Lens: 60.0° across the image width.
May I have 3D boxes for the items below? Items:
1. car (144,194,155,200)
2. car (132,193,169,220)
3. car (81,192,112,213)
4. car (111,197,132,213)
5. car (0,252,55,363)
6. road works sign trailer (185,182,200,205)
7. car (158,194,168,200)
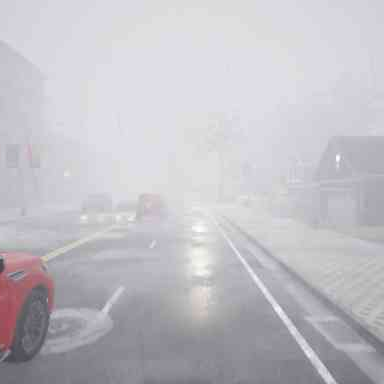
[{"bbox_3d":[-9.712,1.177,75.475,1.895,1.301,4.718,0,0,0],"label":"car"},{"bbox_3d":[-3.147,1.095,26.925,2.150,2.045,5.566,0,0,0],"label":"car"},{"bbox_3d":[-9.825,1.056,34.987,2.150,2.045,5.566,0,0,0],"label":"car"},{"bbox_3d":[-6.574,1.404,34.120,1.994,1.385,4.181,0,0,0],"label":"car"},{"bbox_3d":[-3.147,1.208,2.683,2.150,2.045,5.566,0,0,0],"label":"car"},{"bbox_3d":[0.027,0.216,53.109,2.380,3.560,2.880,0,0,0],"label":"road works sign trailer"},{"bbox_3d":[-6.463,1.108,75.086,1.812,1.442,4.674,0,0,0],"label":"car"}]
